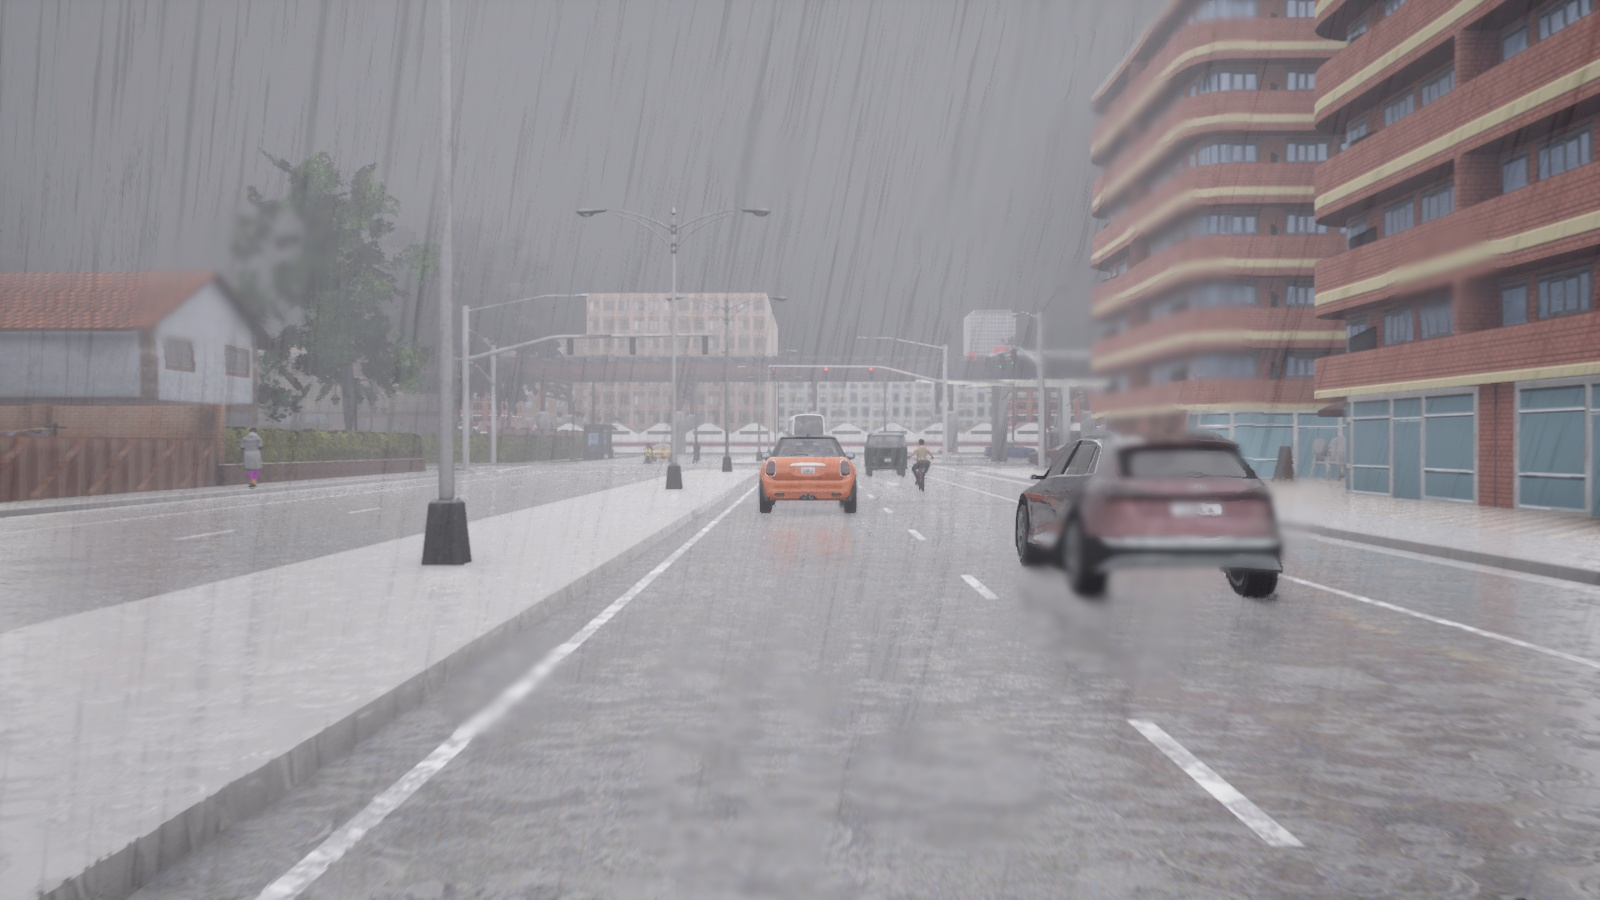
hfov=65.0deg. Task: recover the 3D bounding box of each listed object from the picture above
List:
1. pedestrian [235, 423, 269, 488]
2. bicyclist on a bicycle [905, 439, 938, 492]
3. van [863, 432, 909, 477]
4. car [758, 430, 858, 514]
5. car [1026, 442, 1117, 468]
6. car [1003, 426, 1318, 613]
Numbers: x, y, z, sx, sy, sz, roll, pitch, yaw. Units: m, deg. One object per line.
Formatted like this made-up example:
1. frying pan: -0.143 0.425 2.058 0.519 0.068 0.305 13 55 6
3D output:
1. pedestrian: -16.721 0.172 38.322 0.659 1.952 0.873 0 0 -1
2. bicyclist on a bicycle: 3.741 0.467 38.794 0.866 1.612 1.509 0 0 0
3. van: 3.838 0.183 56.618 1.775 1.987 4.442 0 0 0
4. car: 0.178 0.444 28.570 2.097 1.767 4.553 0 0 0
5. car: 16.256 0.313 75.340 5.008 1.535 1.882 0 0 -2
6. car: 3.593 0.603 13.570 2.033 1.649 4.856 0 0 0
